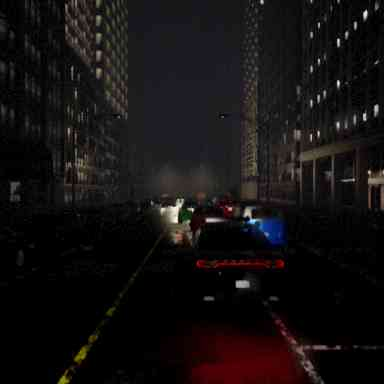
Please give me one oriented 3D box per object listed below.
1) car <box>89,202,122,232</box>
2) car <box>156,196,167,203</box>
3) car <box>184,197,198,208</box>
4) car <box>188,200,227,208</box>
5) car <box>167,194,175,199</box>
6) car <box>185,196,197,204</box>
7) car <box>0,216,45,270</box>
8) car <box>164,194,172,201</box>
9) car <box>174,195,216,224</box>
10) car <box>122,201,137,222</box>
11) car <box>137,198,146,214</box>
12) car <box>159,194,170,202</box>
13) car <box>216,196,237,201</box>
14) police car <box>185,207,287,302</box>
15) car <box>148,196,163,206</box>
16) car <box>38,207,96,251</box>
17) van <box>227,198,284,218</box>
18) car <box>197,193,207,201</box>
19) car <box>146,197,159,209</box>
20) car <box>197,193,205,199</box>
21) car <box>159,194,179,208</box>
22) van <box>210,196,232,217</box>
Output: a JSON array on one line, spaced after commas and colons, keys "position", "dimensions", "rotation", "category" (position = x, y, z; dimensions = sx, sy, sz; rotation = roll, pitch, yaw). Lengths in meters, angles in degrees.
[{"position": [-5.744, 1.500, 19.621], "dimensions": [1.887, 1.381, 4.507], "rotation": [-1, 0, 0], "category": "car"}, {"position": [-5.853, 1.431, 65.090], "dimensions": [1.802, 1.307, 4.206], "rotation": [-1, 0, 0], "category": "car"}, {"position": [-0.086, 1.419, 46.325], "dimensions": [1.812, 1.442, 4.674], "rotation": [0, 0, 0], "category": "car"}, {"position": [0.856, 1.436, 18.300], "dimensions": [1.882, 1.535, 5.008], "rotation": [0, 0, 0], "category": "car"}, {"position": [-5.922, 1.347, 93.509], "dimensions": [1.947, 1.339, 4.313], "rotation": [-1, 0, 0], "category": "car"}, {"position": [-0.142, 1.411, 59.310], "dimensions": [2.033, 1.411, 5.357], "rotation": [0, 0, 0], "category": "car"}, {"position": [-5.717, 1.532, 8.254], "dimensions": [2.008, 1.369, 4.403], "rotation": [-1, 0, 0], "category": "car"}, {"position": [-5.894, 1.335, 81.971], "dimensions": [1.752, 1.417, 4.829], "rotation": [-1, 0, 0], "category": "car"}, {"position": [0.325, 1.296, 24.395], "dimensions": [2.097, 1.767, 4.553], "rotation": [0, 0, 8], "category": "car"}, {"position": [-5.759, 1.493, 25.305], "dimensions": [2.008, 1.369, 4.403], "rotation": [-1, 0, 0], "category": "car"}, {"position": [-5.771, 1.511, 30.989], "dimensions": [1.802, 1.307, 4.206], "rotation": [-1, 0, 0], "category": "car"}, {"position": [-5.868, 1.276, 70.773], "dimensions": [1.967, 1.590, 4.097], "rotation": [-1, 0, 0], "category": "car"}, {"position": [2.620, 1.257, 25.325], "dimensions": [2.192, 1.841, 5.009], "rotation": [-1, 0, 0], "category": "car"}, {"position": [0.880, 1.406, 8.409], "dimensions": [1.930, 1.638, 5.238], "rotation": [0, 0, 0], "category": "police car"}, {"position": [-5.826, 1.427, 53.723], "dimensions": [2.008, 1.369, 4.403], "rotation": [-1, 0, 0], "category": "car"}, {"position": [-5.731, 1.534, 13.938], "dimensions": [1.947, 1.339, 4.313], "rotation": [-1, 0, 0], "category": "car"}, {"position": [2.648, 1.309, 13.957], "dimensions": [1.690, 1.788, 3.998], "rotation": [-1, 0, 0], "category": "van"}, {"position": [2.484, 1.124, 82.161], "dimensions": [2.192, 1.841, 5.009], "rotation": [-1, 0, 0], "category": "car"}, {"position": [-5.799, 1.454, 42.356], "dimensions": [2.008, 1.369, 4.403], "rotation": [-1, 0, 0], "category": "car"}, {"position": [2.458, 1.221, 93.528], "dimensions": [1.967, 1.590, 4.097], "rotation": [-1, 0, 0], "category": "car"}, {"position": [-3.165, 1.371, 46.141], "dimensions": [1.882, 1.535, 5.008], "rotation": [0, 0, 0], "category": "car"}, {"position": [2.607, 1.270, 31.008], "dimensions": [1.690, 1.788, 3.998], "rotation": [-1, 0, 0], "category": "van"}]
